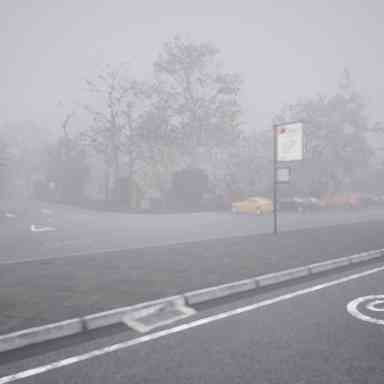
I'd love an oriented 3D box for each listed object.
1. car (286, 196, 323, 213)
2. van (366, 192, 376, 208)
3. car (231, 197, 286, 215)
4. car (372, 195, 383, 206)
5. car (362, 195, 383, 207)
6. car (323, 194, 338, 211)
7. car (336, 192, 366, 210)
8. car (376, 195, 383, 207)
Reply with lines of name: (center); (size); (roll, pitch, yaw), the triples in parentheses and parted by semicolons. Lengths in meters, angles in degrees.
car: (10.248, 1.217, 33.816); (2.097, 1.535, 5.008); (0, 0, -35)
van: (19.250, 0.966, 40.372); (1.878, 1.987, 4.442); (0, 0, -36)
car: (5.718, 1.250, 30.577); (2.097, 1.535, 5.008); (-1, 0, -35)
car: (28.387, 1.193, 46.752); (2.097, 1.535, 5.008); (0, 0, -36)
car: (26.225, 1.190, 44.985); (1.946, 1.575, 5.366); (0, 0, -36)
car: (12.519, 1.247, 35.431); (2.002, 1.452, 4.674); (0, 0, -35)
car: (17.072, 1.069, 38.637); (2.185, 1.767, 4.553); (0, 0, -36)
car: (23.853, 1.233, 43.514); (2.002, 1.452, 4.674); (0, 0, -36)
